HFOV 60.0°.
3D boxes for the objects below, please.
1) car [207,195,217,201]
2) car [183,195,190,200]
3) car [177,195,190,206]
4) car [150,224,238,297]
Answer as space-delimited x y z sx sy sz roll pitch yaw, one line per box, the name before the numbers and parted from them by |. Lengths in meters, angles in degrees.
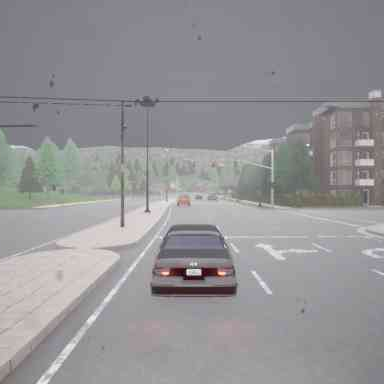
car | 5.475 1.539 85.353 2.033 1.411 5.357 0 0 0
car | -1.548 1.524 95.484 1.812 1.442 4.674 0 0 0
car | -1.359 1.352 54.481 2.097 1.767 4.553 0 0 -1
car | 0.042 1.547 8.736 2.033 1.411 5.357 0 0 0
